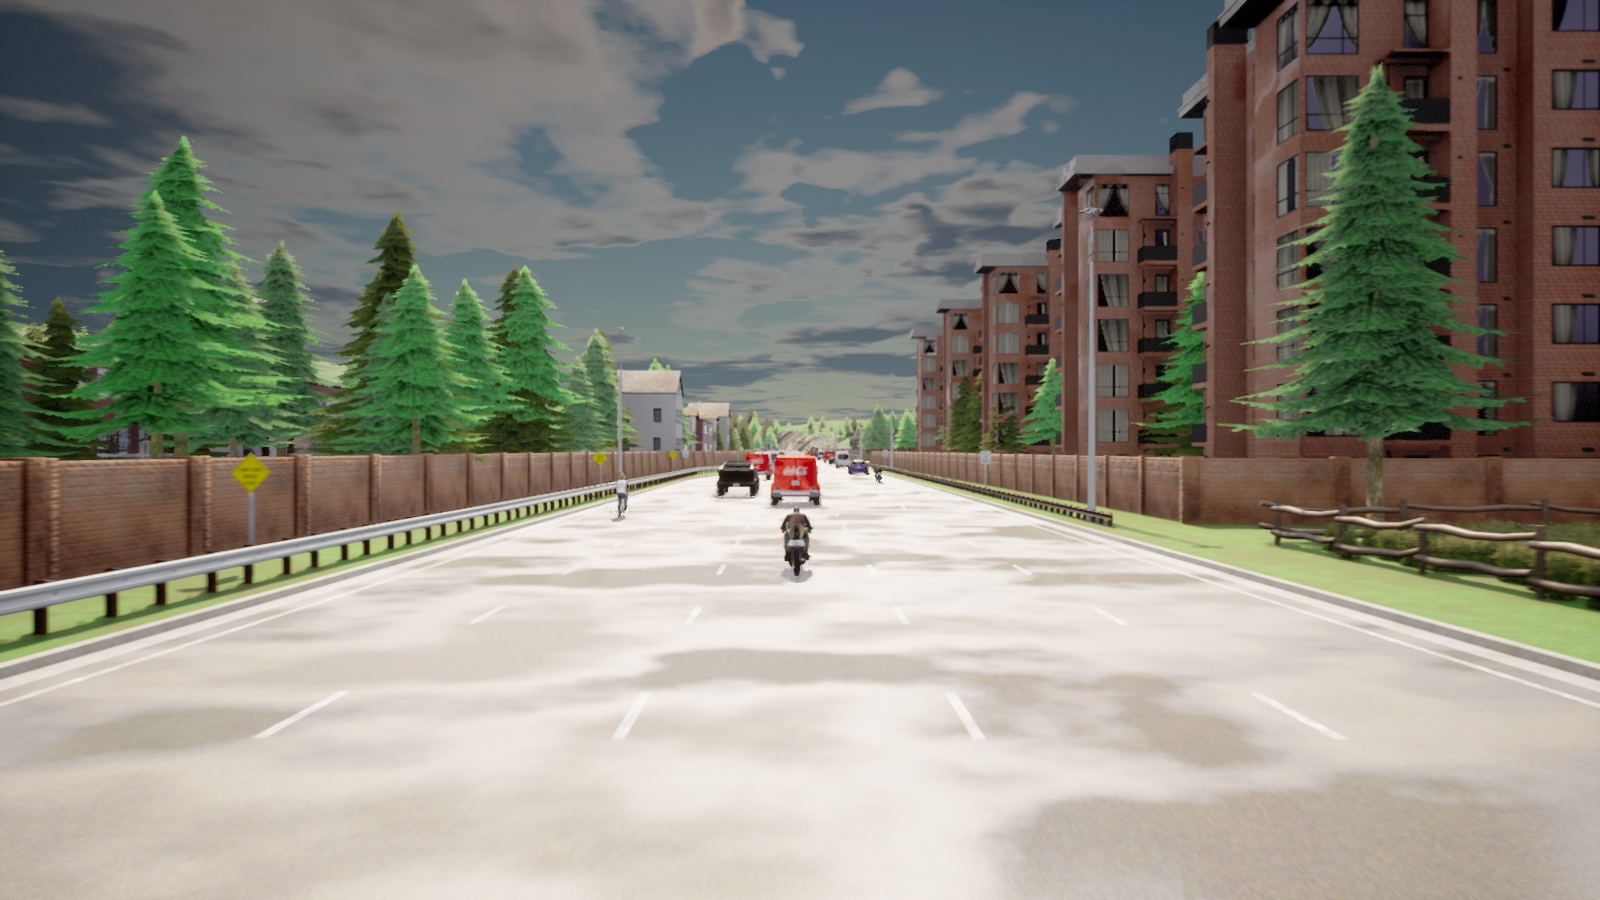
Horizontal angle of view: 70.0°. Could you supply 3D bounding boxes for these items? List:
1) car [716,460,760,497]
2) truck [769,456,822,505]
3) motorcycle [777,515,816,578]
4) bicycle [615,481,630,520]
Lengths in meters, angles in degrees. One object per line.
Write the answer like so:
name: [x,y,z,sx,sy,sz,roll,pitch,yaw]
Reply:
car: [-3.778,1.721,70.522,2.390,2.098,6.274,0,0,0]
truck: [-0.231,1.540,59.801,2.627,2.467,5.204,0,0,0]
motorcycle: [-0.080,2.192,26.351,0.867,1.251,2.209,0,0,0]
bicycle: [-7.177,2.034,46.290,0.373,1.496,1.643,0,0,0]
